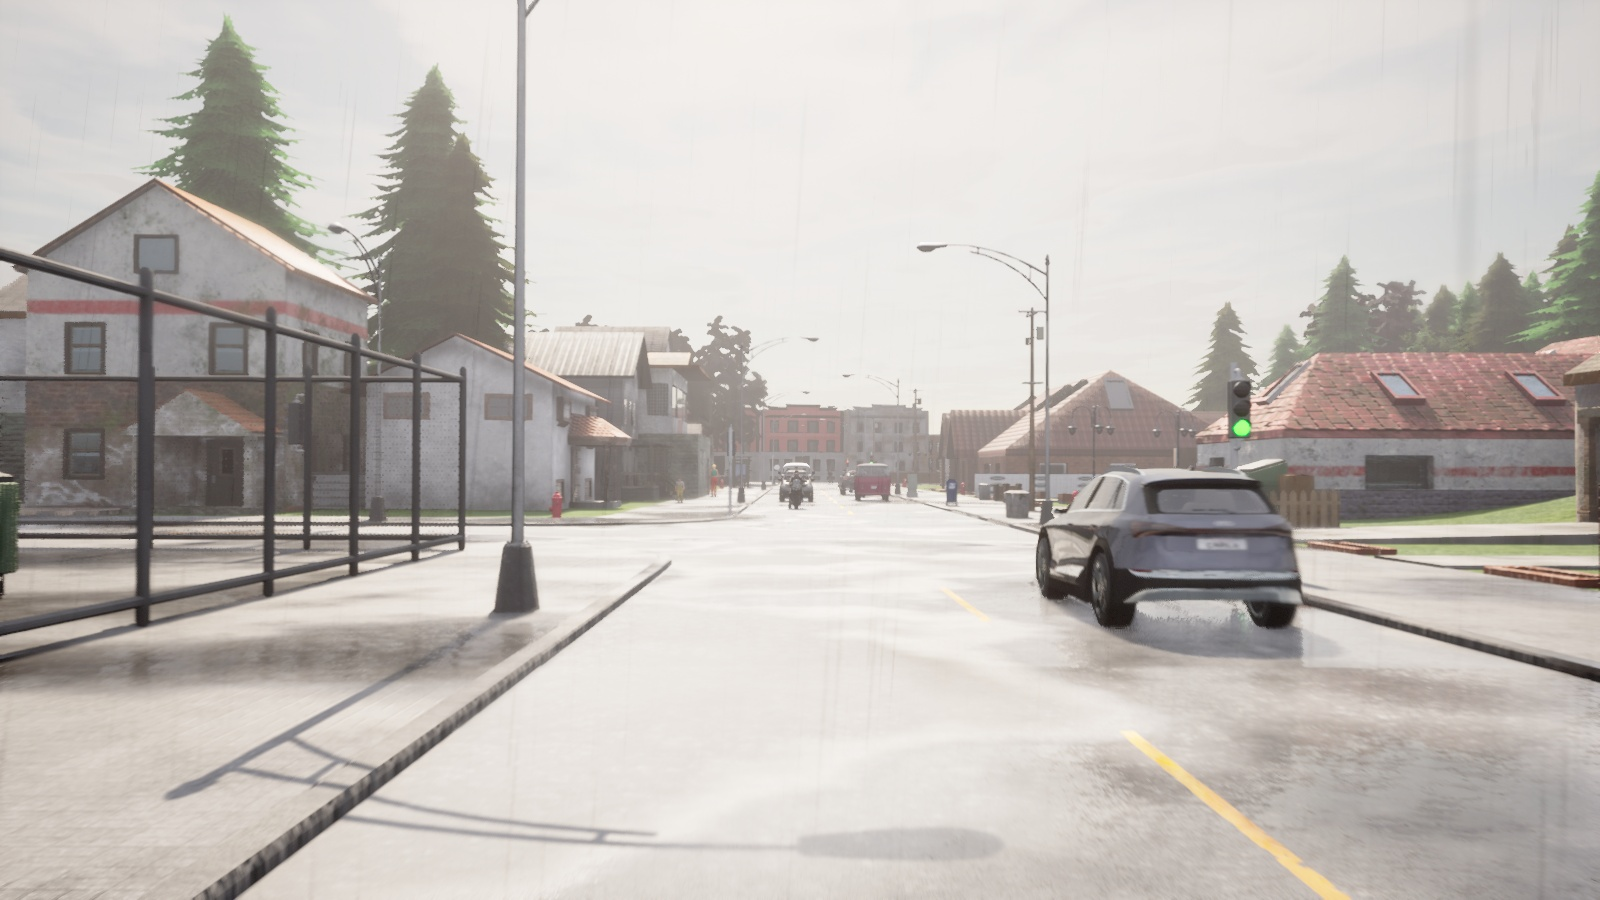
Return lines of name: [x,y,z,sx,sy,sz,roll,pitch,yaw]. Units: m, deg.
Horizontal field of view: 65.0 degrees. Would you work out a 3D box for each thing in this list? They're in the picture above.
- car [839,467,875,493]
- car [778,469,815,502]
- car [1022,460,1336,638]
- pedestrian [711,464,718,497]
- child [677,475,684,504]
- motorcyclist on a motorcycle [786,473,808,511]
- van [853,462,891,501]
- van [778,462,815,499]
car: [3.784,1.985,83.992,2.152,1.651,5.027,0,-1,0]
car: [-0.165,1.794,64.565,1.851,1.617,3.988,0,-1,0]
car: [3.962,0.965,14.134,2.033,1.649,4.856,0,-1,0]
pedestrian: [-4.811,1.728,70.779,0.345,1.836,0.594,0,-1,0]
child: [-5.374,1.771,56.480,0.270,1.263,0.437,0,-1,0]
motorcyclist on a motorcycle: [-0.133,1.719,51.879,0.866,1.530,2.191,0,-1,0]
van: [3.827,1.676,67.095,1.775,1.987,4.442,0,-1,0]
van: [-0.188,1.762,73.052,2.069,2.038,4.480,0,-1,0]
